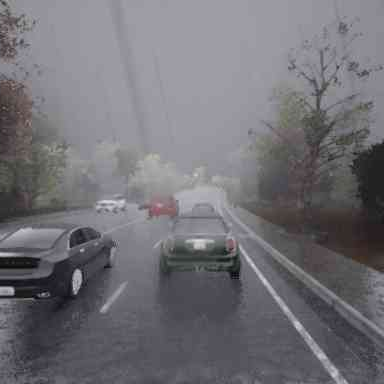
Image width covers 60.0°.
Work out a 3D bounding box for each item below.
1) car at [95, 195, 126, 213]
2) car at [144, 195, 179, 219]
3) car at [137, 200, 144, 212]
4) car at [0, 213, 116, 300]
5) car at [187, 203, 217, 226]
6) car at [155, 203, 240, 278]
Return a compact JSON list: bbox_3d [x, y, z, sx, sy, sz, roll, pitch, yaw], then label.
[{"bbox_3d":[-9.151,1.311,37.816,2.150,2.045,5.566,0,0,4],"label":"car"},{"bbox_3d":[-2.446,1.294,29.722,2.150,2.045,5.566,0,0,3],"label":"car"},{"bbox_3d":[-5.389,1.648,41.418,2.033,1.411,5.357,0,0,4],"label":"car"},{"bbox_3d":[-3.305,1.527,8.432,1.837,1.490,4.892,0,0,1],"label":"car"},{"bbox_3d":[0.831,1.612,25.684,2.033,1.411,5.357,0,0,3],"label":"car"},{"bbox_3d":[0.253,1.378,10.442,2.097,1.767,4.553,0,0,2],"label":"car"}]
